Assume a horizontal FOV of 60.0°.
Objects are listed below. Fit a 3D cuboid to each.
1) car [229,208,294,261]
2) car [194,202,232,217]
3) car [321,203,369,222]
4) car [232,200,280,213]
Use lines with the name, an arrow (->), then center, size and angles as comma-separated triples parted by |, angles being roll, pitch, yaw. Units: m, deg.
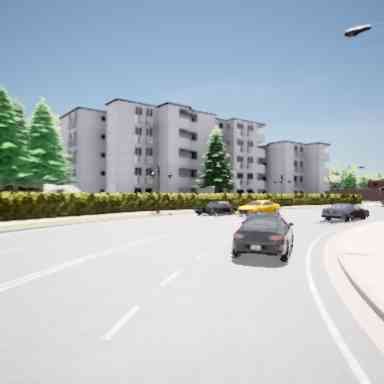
car -> 2.733, 1.537, 12.370 | 1.812, 1.442, 4.674 | 0, 0, 20
car -> 2.307, 1.592, 31.709 | 1.895, 1.301, 4.718 | 0, 0, 43
car -> 12.526, 1.627, 27.081 | 5.357, 1.411, 2.033 | 0, 0, -42
car -> 6.214, 1.501, 30.711 | 5.008, 1.535, 1.882 | 0, 0, -45
